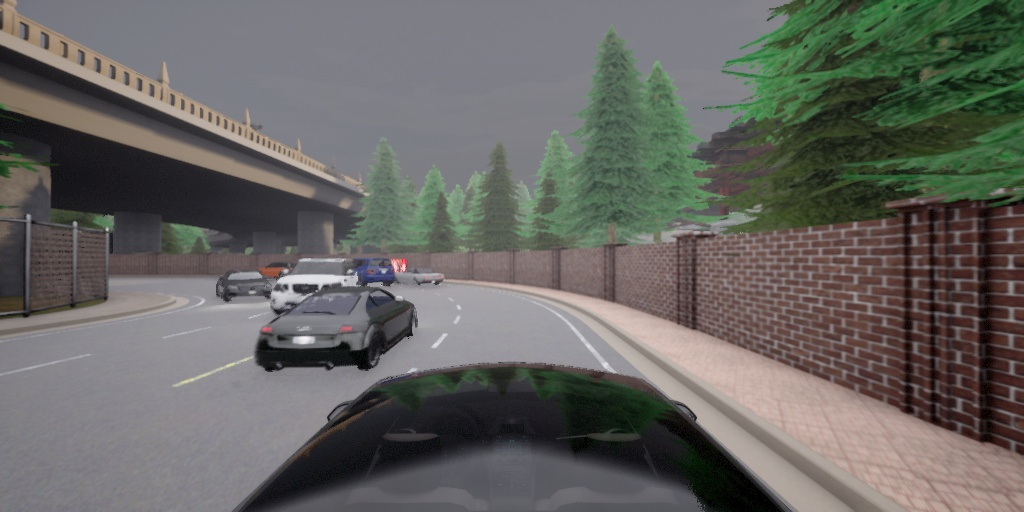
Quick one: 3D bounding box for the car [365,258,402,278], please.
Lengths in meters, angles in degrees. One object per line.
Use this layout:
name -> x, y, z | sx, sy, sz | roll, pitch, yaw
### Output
car -> -10.446, 1.159, 25.181 | 5.566, 2.045, 2.150 | 0, -1, 40

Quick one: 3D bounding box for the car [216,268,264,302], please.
car -> -13.459, 1.406, 17.985 | 1.812, 1.442, 4.674 | 1, -1, -45

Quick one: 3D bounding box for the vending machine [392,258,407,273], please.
vending machine -> -10.663, 1.203, 33.980 | 0.880, 2.100, 1.100 | 0, 0, 26

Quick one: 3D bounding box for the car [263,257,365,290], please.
car -> -7.521, 1.072, 14.339 | 2.150, 2.045, 5.566 | 1, -1, -16

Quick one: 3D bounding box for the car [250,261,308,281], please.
car -> -22.029, 1.360, 33.905 | 4.553, 1.767, 2.097 | 0, 0, 16

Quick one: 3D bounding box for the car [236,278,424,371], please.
car -> -3.456, 1.363, 7.860 | 1.994, 1.385, 4.181 | 0, 0, -2

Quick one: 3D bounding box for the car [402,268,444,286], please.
car -> -7.210, 1.553, 27.026 | 4.718, 1.301, 1.895 | 0, -1, 44
